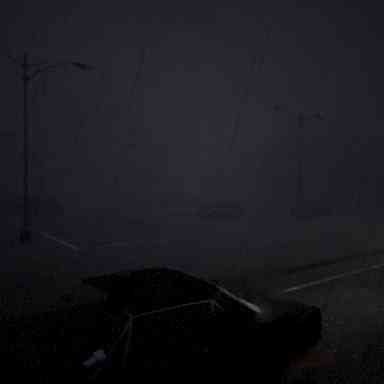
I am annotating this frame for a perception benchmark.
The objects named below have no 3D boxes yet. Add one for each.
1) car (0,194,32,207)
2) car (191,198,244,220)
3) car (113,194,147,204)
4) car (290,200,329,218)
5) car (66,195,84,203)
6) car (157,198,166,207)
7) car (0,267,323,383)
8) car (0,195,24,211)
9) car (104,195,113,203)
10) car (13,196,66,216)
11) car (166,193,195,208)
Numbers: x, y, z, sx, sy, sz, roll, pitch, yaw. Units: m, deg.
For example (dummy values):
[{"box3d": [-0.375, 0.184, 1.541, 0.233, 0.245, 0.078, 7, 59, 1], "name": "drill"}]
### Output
[{"box3d": [-26.081, 1.176, 48.654, 4.605, 1.855, 1.932, 0, 0, -36], "name": "car"}, {"box3d": [2.236, 1.422, 26.535, 3.806, 1.475, 1.970, 0, 0, -36], "name": "car"}, {"box3d": [-10.100, 1.237, 56.180, 5.027, 1.636, 2.152, 0, 0, -36], "name": "car"}, {"box3d": [10.010, 1.411, 28.412, 3.633, 1.501, 1.845, 0, 0, -36], "name": "car"}, {"box3d": [-21.952, 1.391, 60.115, 4.514, 1.523, 2.007, 0, 0, -36], "name": "car"}, {"box3d": [-2.679, 1.143, 45.758, 3.866, 1.878, 1.905, 0, 0, -36], "name": "car"}, {"box3d": [-0.794, 1.607, 3.427, 4.718, 1.301, 1.895, 0, 0, -36], "name": "car"}, {"box3d": [-19.436, 1.359, 38.094, 4.514, 1.523, 2.007, 0, 0, -36], "name": "car"}, {"box3d": [-14.085, 1.324, 61.220, 3.806, 1.475, 1.970, 0, 0, -36], "name": "car"}, {"box3d": [-13.674, 1.367, 29.929, 3.633, 1.501, 1.845, 0, 0, -36], "name": "car"}, {"box3d": [-0.657, 1.160, 43.630, 4.605, 1.855, 1.932, 0, 0, -36], "name": "car"}]
